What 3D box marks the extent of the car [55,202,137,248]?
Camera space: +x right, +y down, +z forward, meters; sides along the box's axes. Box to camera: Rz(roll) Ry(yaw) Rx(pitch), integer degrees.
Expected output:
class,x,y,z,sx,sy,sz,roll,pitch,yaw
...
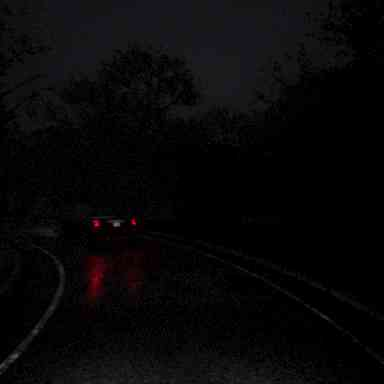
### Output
class,x,y,z,sx,sy,sz,roll,pitch,yaw
car,-4.247,1.223,14.410,2.097,1.767,4.553,1,0,-40
